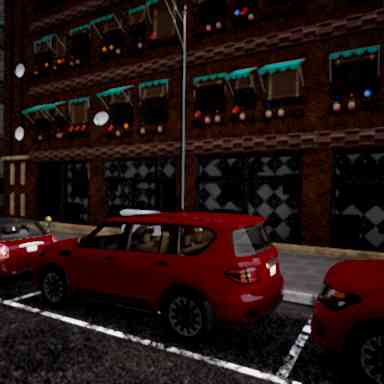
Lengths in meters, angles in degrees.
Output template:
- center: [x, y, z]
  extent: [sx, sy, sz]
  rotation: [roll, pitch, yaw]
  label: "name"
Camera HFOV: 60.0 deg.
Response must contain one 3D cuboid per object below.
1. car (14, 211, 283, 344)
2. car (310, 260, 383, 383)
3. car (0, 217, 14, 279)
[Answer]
- center: [-0.808, 1.300, 6.385]
  extent: [5.009, 1.841, 2.192]
  rotation: [0, 1, 30]
  label: "car"
- center: [4.003, 1.317, 3.619]
  extent: [5.009, 1.841, 2.192]
  rotation: [0, 1, 30]
  label: "car"
- center: [-5.617, 1.408, 9.153]
  extent: [4.097, 1.590, 1.967]
  rotation: [0, 1, 30]
  label: "car"
